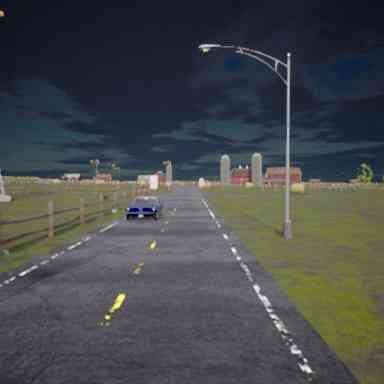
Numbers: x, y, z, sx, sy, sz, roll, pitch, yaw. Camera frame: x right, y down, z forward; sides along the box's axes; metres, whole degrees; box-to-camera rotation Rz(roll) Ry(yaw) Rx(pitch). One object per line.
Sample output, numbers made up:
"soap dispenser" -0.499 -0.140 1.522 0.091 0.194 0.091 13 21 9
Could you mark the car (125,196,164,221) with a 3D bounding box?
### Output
"car" -2.846 0.962 20.688 1.895 1.301 4.718 0 2 0
